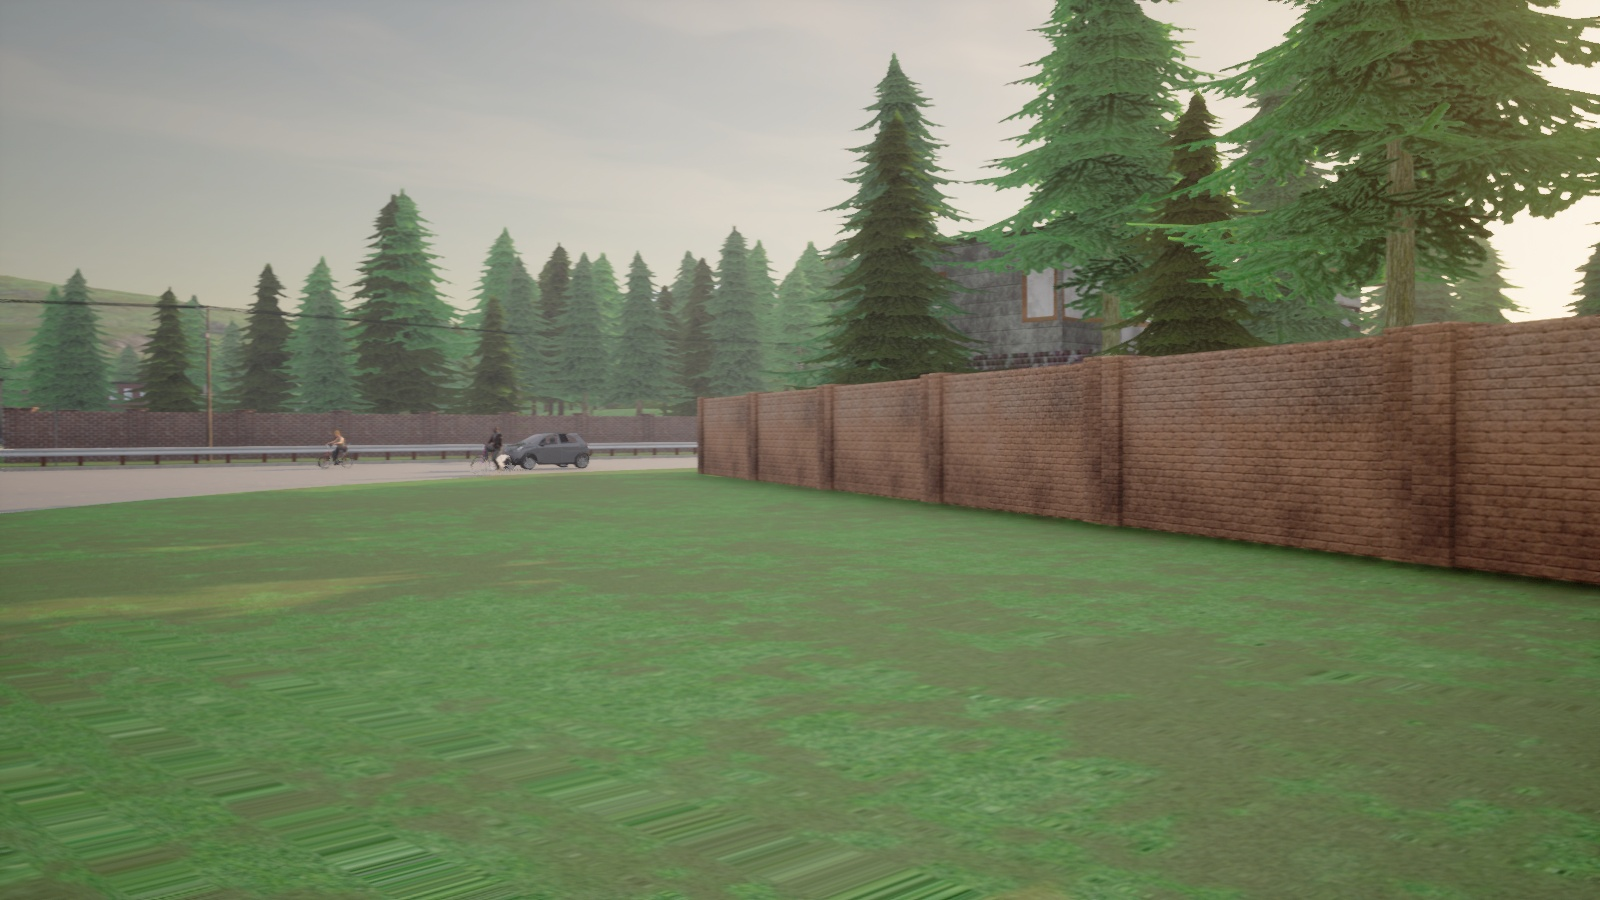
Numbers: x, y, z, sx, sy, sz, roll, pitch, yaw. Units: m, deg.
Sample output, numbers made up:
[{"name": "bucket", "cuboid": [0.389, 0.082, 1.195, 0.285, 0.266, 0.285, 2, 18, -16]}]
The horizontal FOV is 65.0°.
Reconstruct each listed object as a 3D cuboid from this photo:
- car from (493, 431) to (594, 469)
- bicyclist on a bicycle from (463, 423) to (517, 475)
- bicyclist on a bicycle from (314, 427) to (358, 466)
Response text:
[{"name": "car", "cuboid": [-10.449, -0.011, 51.282, 3.633, 1.501, 1.845, 0, 1, -43]}, {"name": "bicyclist on a bicycle", "cuboid": [-10.863, -0.045, 44.042, 0.659, 1.776, 1.843, 2, 2, 33]}, {"name": "bicyclist on a bicycle", "cuboid": [-19.407, -0.157, 52.518, 1.509, 1.612, 0.866, -1, 1, -42]}]
